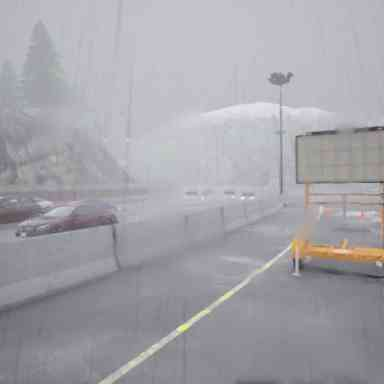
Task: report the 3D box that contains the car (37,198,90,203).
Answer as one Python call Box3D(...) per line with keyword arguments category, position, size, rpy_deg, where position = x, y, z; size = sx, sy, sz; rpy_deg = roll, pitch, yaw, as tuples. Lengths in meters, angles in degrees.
Box3D(category="car", position=(-6.369, 1.128, 19.646), size=(1.812, 1.442, 4.674), rpy_deg=(0, 2, 26))

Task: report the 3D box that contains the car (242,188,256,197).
Box3D(category="car", position=(8.915, 0.035, 52.331), size=(1.812, 1.442, 4.674), rpy_deg=(-1, 2, 13))

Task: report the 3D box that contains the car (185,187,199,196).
Box3D(category="car", position=(0.025, -0.102, 61.626), size=(1.882, 1.535, 5.008), rpy_deg=(-1, 2, 10))

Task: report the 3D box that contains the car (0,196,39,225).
Box3D(category="car", position=(-10.803, 1.051, 18.751), size=(2.097, 1.767, 4.553), rpy_deg=(0, 2, 28))

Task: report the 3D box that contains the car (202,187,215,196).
Box3D(category="car", position=(2.950, -0.035, 58.106), size=(1.837, 1.490, 4.892), rpy_deg=(-1, 2, 11))

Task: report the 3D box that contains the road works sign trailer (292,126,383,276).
Box3D(category="road works sign trailer", position=(3.998, 0.172, 8.719), size=(2.380, 3.560, 2.880), rpy_deg=(0, 2, 27))

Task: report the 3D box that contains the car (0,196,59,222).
Box3D(category="car", position=(-12.068, 1.114, 23.905), size=(1.812, 1.442, 4.674), rpy_deg=(0, 2, 26))

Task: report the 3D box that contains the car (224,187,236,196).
Box3D(category="car", position=(6.855, -0.173, 59.950), size=(1.882, 1.535, 5.008), rpy_deg=(-1, 2, 10))

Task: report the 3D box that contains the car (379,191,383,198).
Box3D(category="car", position=(24.320, 0.087, 40.221), size=(1.812, 1.442, 4.674), rpy_deg=(0, 2, 14))

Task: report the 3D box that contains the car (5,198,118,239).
Box3D(category="car", position=(-5.176, 1.242, 14.402), size=(1.812, 1.442, 4.674), rpy_deg=(0, 2, 28))
